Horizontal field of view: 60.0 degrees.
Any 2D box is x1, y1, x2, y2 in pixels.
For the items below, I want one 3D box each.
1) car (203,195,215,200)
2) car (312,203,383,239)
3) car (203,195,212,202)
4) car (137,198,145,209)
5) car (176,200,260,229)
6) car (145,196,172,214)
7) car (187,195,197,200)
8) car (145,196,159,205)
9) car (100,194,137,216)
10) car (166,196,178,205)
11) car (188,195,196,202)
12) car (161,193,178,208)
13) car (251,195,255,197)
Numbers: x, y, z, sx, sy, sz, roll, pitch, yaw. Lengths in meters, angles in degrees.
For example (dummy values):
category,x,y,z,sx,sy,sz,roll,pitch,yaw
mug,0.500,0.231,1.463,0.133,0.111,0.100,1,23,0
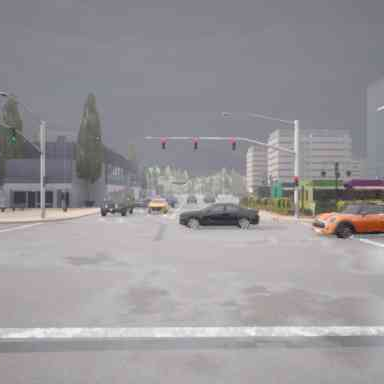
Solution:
category,x,y,z,sx,sy,sz,roll,pitch,yaw
car,3.486,1.475,63.734,2.128,1.511,4.902,0,0,0
car,8.538,1.347,16.986,4.553,1.767,2.097,0,0,-7
car,3.483,1.377,74.009,1.812,1.442,4.674,0,0,0
car,-7.101,1.552,44.565,1.994,1.385,4.181,0,0,0
car,1.711,1.472,20.872,5.008,1.535,1.882,0,0,0
car,-3.599,1.468,36.168,1.882,1.535,5.008,0,0,0
car,-0.014,1.475,63.733,2.128,1.511,4.902,0,0,0
car,-7.082,1.462,59.103,1.882,1.535,5.008,0,0,0
car,-7.126,1.213,32.239,2.150,2.045,5.566,0,0,1
car,-3.581,1.546,60.189,1.994,1.385,4.181,0,0,0
car,-0.017,1.353,74.006,1.837,1.490,4.892,0,0,0
car,-3.597,1.208,47.693,2.150,2.045,5.566,0,0,0
car,17.749,1.131,86.905,4.605,1.855,1.932,0,0,-2
